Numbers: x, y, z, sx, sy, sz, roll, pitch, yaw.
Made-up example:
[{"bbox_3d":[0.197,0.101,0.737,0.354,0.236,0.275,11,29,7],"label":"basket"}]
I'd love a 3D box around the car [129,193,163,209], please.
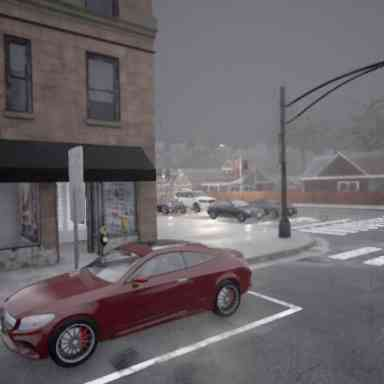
[{"bbox_3d":[-5.670,1.036,40.442,2.097,1.767,4.553,-2,1,-35],"label":"car"}]

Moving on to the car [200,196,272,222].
[{"bbox_3d":[2.897,1.194,22.860,1.812,1.442,4.674,-2,1,-36],"label":"car"}]

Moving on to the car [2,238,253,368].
[{"bbox_3d":[-0.797,1.510,5.626,4.206,1.307,1.802,-2,1,-36],"label":"car"}]

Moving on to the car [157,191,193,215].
[{"bbox_3d":[-2.370,1.070,30.224,2.097,1.767,4.553,-2,1,-36],"label":"car"}]

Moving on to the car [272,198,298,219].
[{"bbox_3d":[5.666,1.142,24.571,1.994,1.385,4.181,-2,1,-36],"label":"car"}]

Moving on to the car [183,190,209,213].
[{"bbox_3d":[0.216,0.852,32.184,2.150,2.045,5.566,-2,1,-36],"label":"car"}]
